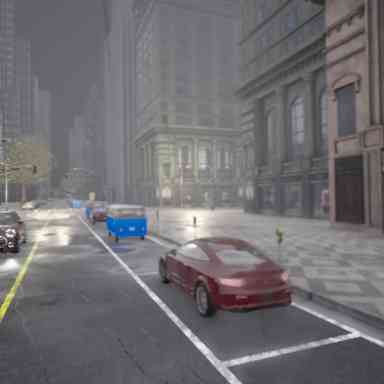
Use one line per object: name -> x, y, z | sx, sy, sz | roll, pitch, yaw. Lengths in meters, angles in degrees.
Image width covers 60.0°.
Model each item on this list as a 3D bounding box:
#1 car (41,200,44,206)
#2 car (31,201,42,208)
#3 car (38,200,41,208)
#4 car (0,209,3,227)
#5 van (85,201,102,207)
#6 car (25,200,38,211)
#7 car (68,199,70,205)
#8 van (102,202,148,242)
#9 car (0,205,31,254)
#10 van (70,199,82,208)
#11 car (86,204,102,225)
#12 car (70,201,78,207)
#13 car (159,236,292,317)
car -> -35.438, 2.651, 75.089 | 2.192, 1.841, 5.009 | 0, -1, -22
car -> -37.382, 2.973, 80.004 | 2.008, 1.369, 4.403 | 0, -1, -22
car -> -33.489, 2.796, 70.169 | 1.887, 1.381, 4.507 | 0, -1, -22
car -> -15.595, 2.033, 24.911 | 1.887, 1.381, 4.507 | 0, -1, -22
van -> -9.669, 1.832, 33.183 | 1.690, 1.788, 3.998 | 0, -1, -22
car -> -29.540, 2.605, 60.173 | 1.752, 1.417, 4.829 | 0, -1, -22
car -> -25.648, 2.739, 73.522 | 1.947, 1.339, 4.313 | 0, -1, -22
van -> -3.573, 1.580, 17.772 | 1.690, 1.788, 3.998 | 0, -1, -22
car -> -8.449, 1.626, 14.392 | 2.097, 1.767, 4.553 | -1, -1, -22
van -> -23.659, 2.427, 68.492 | 1.690, 1.788, 3.998 | 0, -1, -22
car -> -7.635, 1.951, 28.043 | 1.887, 1.381, 4.507 | 0, -1, -22
car -> -29.632, 2.930, 83.587 | 1.802, 1.307, 4.206 | 0, -1, -22
car -> 0.494, 1.655, 7.495 | 1.802, 1.307, 4.206 | 0, -1, -22
